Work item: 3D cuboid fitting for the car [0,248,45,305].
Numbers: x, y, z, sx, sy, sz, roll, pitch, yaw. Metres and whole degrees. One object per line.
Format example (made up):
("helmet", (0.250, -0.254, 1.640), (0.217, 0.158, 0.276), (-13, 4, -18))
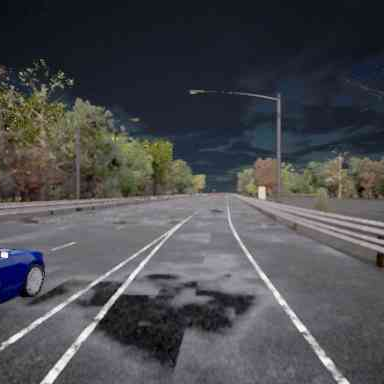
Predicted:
("car", (-4.436, 1.485, 5.590), (1.882, 1.535, 5.008), (0, 0, 6))
